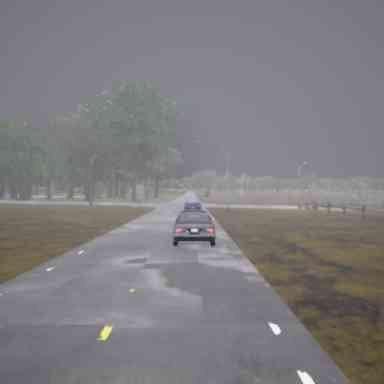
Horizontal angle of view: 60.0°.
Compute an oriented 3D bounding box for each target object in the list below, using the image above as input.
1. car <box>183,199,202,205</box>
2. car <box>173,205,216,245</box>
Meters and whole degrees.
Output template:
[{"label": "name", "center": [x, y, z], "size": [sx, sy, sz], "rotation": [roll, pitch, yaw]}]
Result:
[{"label": "car", "center": [0.088, 1.448, 36.183], "size": [1.882, 1.535, 5.008], "rotation": [0, 0, 0]}, {"label": "car", "center": [0.093, 1.541, 15.443], "size": [2.033, 1.411, 5.357], "rotation": [0, 0, 0]}]
